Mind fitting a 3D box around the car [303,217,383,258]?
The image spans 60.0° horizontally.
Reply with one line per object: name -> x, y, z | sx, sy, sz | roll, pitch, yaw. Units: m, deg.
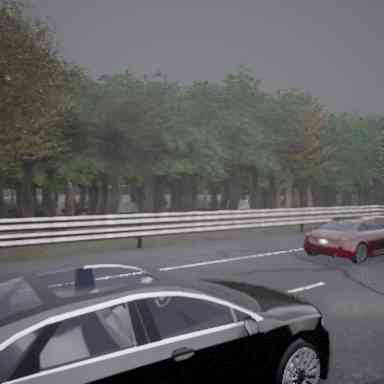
car -> 5.977, 1.600, 12.028 | 4.181, 1.385, 1.994 | 0, 0, -34

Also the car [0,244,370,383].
car -> -0.607, 1.492, 3.267 | 4.902, 1.511, 2.128 | 0, 0, -35
